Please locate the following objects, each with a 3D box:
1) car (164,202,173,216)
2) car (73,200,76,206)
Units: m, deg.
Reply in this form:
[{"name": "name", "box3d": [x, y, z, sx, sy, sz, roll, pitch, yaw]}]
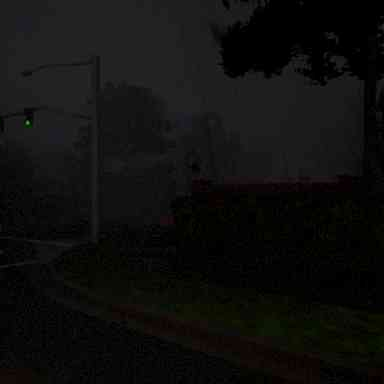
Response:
[{"name": "car", "box3d": [-0.676, 1.545, 32.225, 2.128, 1.511, 4.902, 0, 0, 35]}, {"name": "car", "box3d": [-17.150, 1.295, 44.252, 3.806, 1.475, 1.970, 0, 0, 36]}]
